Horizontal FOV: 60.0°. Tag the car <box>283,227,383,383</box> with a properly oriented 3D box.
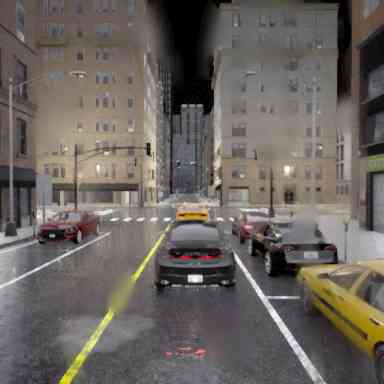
[{"bbox_3d":[2.870,1.522,4.700,1.752,1.417,4.829,-1,0,0],"label":"car"}]

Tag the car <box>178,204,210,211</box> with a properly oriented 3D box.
[{"bbox_3d":[0.131,1.461,20.974,1.882,1.535,5.008,0,0,2],"label":"car"}]

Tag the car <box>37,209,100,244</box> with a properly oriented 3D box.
[{"bbox_3d":[-5.656,1.532,15.713,1.887,1.381,4.507,-1,0,0],"label":"car"}]

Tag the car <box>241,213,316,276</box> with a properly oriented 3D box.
[{"bbox_3d":[2.880,1.558,10.116,1.947,1.339,4.313,-1,0,0],"label":"car"}]

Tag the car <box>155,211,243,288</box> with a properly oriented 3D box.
[{"bbox_3d":[0.081,1.499,9.191,1.837,1.490,4.892,0,0,0],"label":"car"}]

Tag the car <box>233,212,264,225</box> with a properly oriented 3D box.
[{"bbox_3d":[2.889,1.569,15.702,1.802,1.307,4.206,-1,0,0],"label":"car"}]
